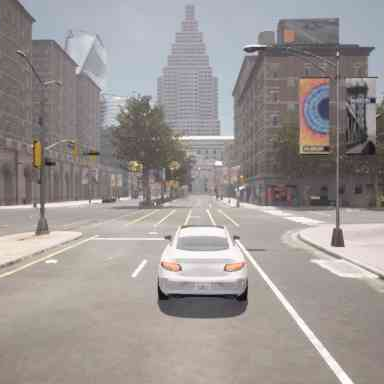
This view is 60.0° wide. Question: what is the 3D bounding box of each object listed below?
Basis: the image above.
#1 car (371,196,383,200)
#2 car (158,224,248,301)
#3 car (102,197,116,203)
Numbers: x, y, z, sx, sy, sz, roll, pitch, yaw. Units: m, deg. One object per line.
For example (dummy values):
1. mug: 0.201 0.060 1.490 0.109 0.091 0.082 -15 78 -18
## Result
1. car: 35.922 1.481 67.540 2.231 1.521 4.892 0 0 1
2. car: 0.254 1.526 8.242 1.812 1.442 4.674 0 0 2
3. car: -16.791 1.595 67.295 1.895 1.301 4.718 0 0 1
